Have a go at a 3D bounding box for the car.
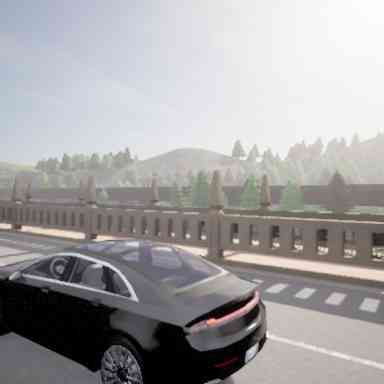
[{"bbox_3d":[-1.335,1.475,4.944,4.902,1.511,2.128,0,0,36],"label":"car"}]
